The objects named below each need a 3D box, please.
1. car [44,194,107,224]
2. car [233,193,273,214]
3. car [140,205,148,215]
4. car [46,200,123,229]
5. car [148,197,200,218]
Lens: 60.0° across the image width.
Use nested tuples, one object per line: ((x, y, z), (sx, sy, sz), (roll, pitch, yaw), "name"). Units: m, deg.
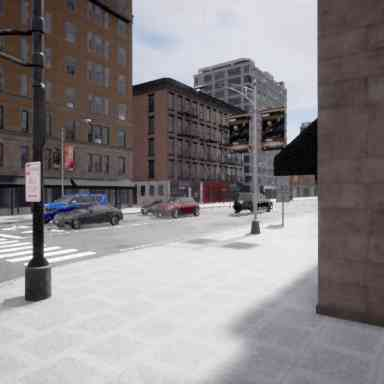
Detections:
((-8.507, 1.166, 24.091), (2.150, 2.045, 5.566), (0, 0, 35), "car")
((6.148, 1.086, 33.248), (2.150, 2.045, 5.566), (0, 0, 35), "car")
((-2.899, 1.429, 32.041), (1.812, 1.442, 4.674), (0, 0, 35), "car")
((-6.507, 1.468, 21.285), (1.812, 1.442, 4.674), (0, 0, 37), "car")
((-1.290, 1.256, 28.678), (2.097, 1.767, 4.553), (0, 0, 35), "car")
